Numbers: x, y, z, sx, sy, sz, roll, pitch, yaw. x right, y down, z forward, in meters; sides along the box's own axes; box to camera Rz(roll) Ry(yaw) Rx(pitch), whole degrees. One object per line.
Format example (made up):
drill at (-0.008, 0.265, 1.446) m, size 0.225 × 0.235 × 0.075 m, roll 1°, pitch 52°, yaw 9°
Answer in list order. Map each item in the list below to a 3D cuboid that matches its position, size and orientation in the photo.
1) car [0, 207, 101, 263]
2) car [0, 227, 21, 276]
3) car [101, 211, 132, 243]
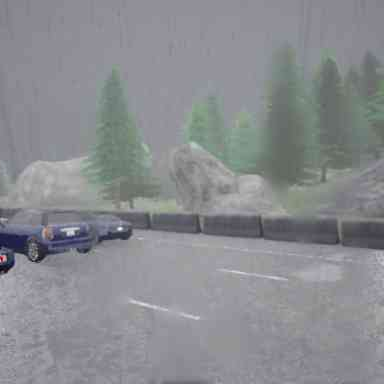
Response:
car at (-5.821, 1.409, 12.441) m, size 4.553 × 1.767 × 2.097 m, roll 0°, pitch 0°, yaw 35°
car at (-6.757, 1.652, 8.810) m, size 4.718 × 1.301 × 1.895 m, roll 0°, pitch 0°, yaw 35°
car at (-4.862, 1.627, 16.056) m, size 4.181 × 1.385 × 1.994 m, roll 0°, pitch 0°, yaw 35°
